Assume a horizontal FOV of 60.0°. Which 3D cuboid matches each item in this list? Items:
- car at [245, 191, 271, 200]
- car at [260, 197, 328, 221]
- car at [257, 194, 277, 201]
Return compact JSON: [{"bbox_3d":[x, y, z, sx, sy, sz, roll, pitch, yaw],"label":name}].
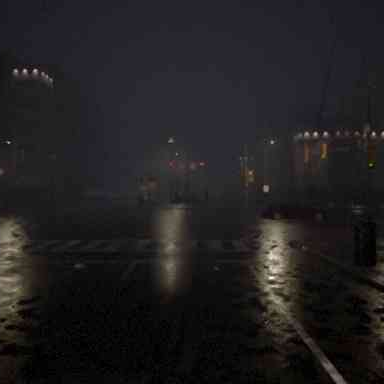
[{"bbox_3d":[15.691,0.906,79.123,5.566,2.045,2.435,0,0,0],"label":"car"},{"bbox_3d":[7.683,1.421,25.157,5.008,1.535,1.882,1,0,1],"label":"car"},{"bbox_3d":[15.803,1.163,70.569,3.806,1.475,1.970,0,0,0],"label":"car"}]
